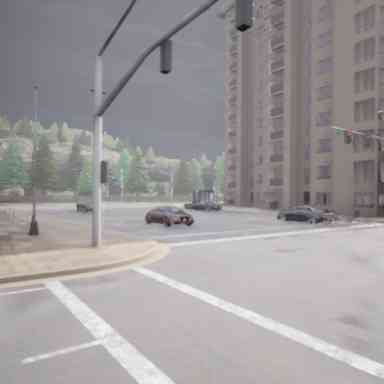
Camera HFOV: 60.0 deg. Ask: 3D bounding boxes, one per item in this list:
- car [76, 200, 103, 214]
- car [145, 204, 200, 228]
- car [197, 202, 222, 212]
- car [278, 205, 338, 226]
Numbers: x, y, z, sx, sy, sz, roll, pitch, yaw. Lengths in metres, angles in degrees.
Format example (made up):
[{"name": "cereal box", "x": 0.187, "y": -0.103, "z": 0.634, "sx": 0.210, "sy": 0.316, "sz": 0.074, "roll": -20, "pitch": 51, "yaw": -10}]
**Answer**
[{"name": "car", "x": -11.621, "y": 1.629, "z": 37.411, "sx": 1.837, "sy": 1.490, "sz": 4.892, "roll": 1, "pitch": -1, "yaw": -36}, {"name": "car", "x": -1.649, "y": 1.689, "z": 23.643, "sx": 1.994, "sy": 1.385, "sz": 4.181, "roll": 1, "pitch": 0, "yaw": -36}, {"name": "car", "x": 1.309, "y": 1.869, "z": 42.499, "sx": 4.718, "sy": 1.301, "sz": 1.895, "roll": 0, "pitch": -1, "yaw": 31}, {"name": "car", "x": 8.826, "y": 1.751, "z": 25.777, "sx": 2.128, "sy": 1.511, "sz": 4.902, "roll": -1, "pitch": 0, "yaw": -30}]
